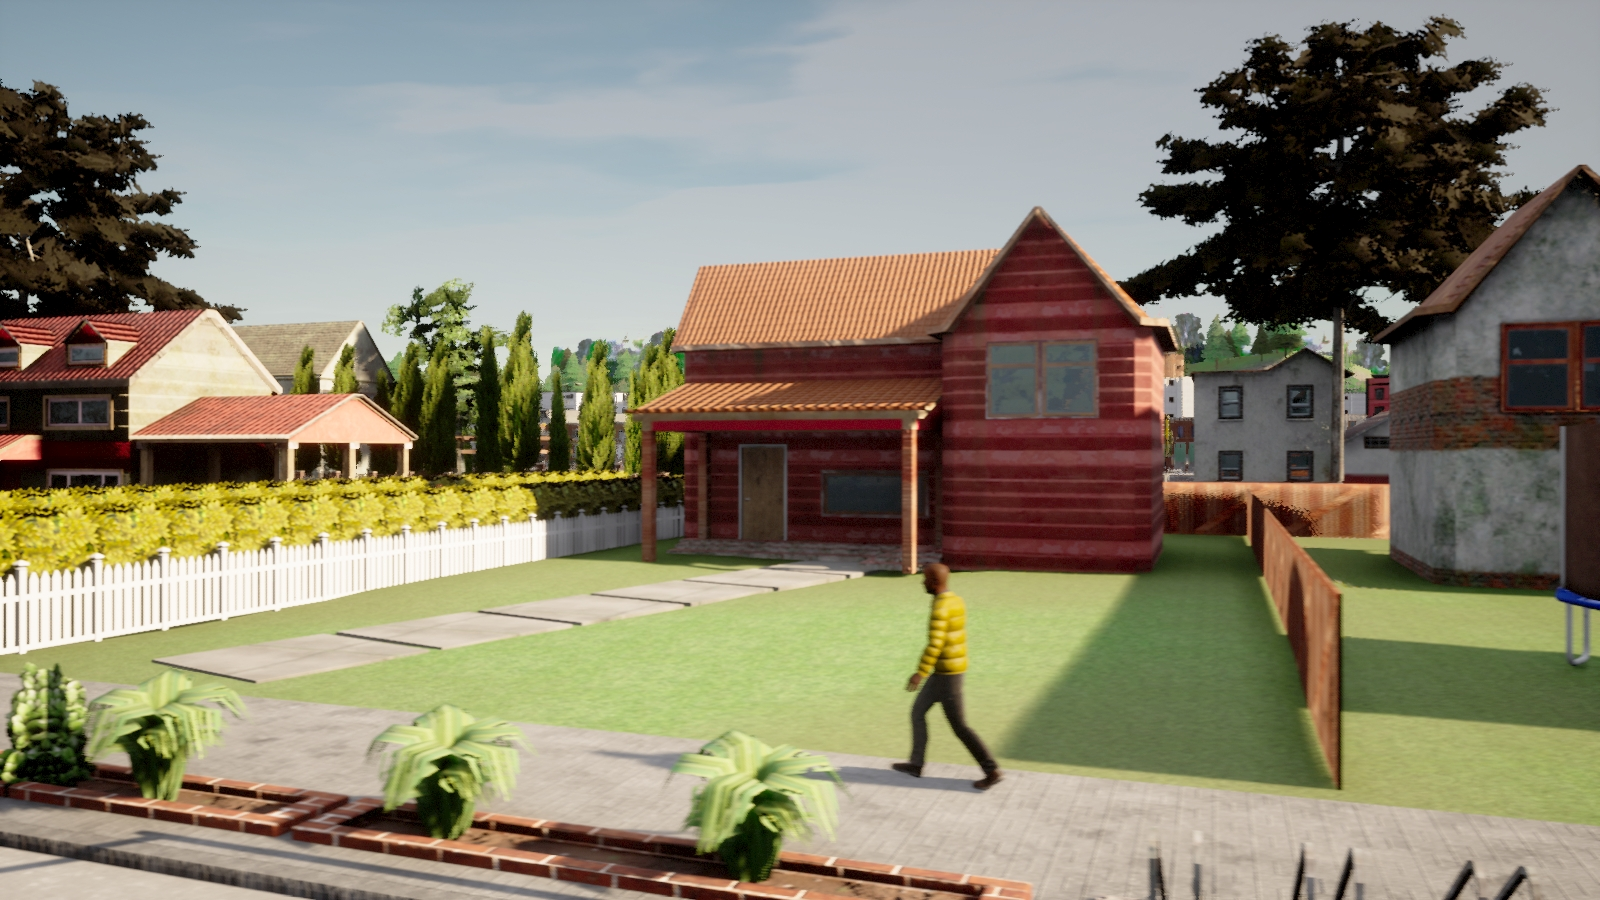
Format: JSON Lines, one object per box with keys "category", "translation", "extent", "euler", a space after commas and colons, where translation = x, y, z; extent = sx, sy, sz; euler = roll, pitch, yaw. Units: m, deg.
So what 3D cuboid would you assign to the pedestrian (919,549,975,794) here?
{"category": "pedestrian", "translation": [1.175, 1.743, 9.122], "extent": [0.375, 1.860, 0.375], "euler": [0, 0, 19]}
